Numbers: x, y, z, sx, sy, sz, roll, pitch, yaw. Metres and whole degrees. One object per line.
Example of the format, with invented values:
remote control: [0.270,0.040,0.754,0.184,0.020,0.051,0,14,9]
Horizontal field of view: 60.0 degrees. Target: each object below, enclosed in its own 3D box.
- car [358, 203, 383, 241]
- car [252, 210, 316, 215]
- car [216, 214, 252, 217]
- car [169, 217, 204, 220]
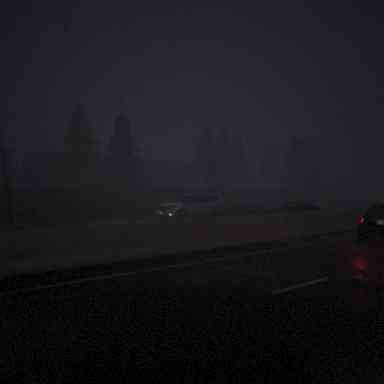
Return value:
car: [9.365,1.249,14.717,4.553,1.767,2.097,0,0,-35]
car: [6.568,1.378,21.569,4.902,1.511,2.128,0,0,-36]
car: [3.524,1.459,23.698,4.181,1.385,1.994,0,0,-36]
car: [-0.003,1.128,25.475,5.566,2.045,2.150,0,0,-35]
